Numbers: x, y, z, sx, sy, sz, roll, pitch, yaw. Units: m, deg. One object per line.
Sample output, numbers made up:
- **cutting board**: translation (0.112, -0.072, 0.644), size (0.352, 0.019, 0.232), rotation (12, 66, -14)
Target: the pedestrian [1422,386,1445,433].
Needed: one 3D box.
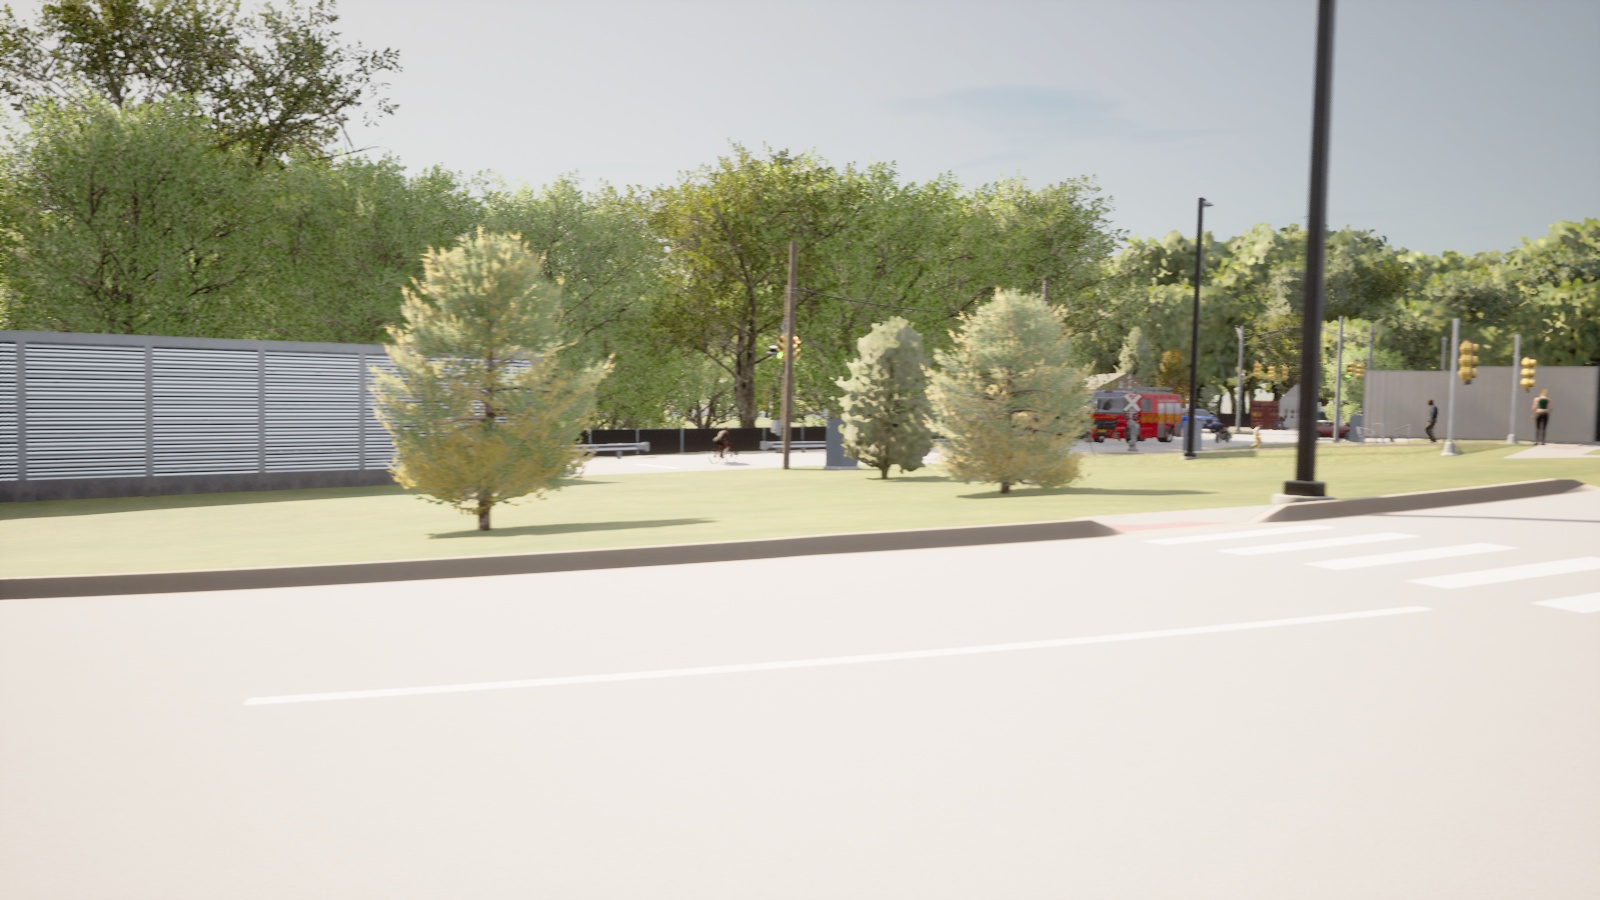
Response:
- **pedestrian**: translation (25.073, -1.609, 49.712), size (0.726, 1.835, 0.370), rotation (2, 2, 29)

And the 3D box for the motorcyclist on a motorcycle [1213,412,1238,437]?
- **motorcyclist on a motorcycle**: translation (29.838, -1.811, 88.067), size (0.766, 1.649, 2.350), rotation (3, 4, 43)

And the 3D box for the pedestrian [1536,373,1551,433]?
- **pedestrian**: translation (23.226, -1.464, 39.218), size (0.345, 1.836, 0.594), rotation (2, 2, 30)

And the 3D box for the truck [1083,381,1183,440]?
- **truck**: translation (22.785, -2.782, 85.664), size (2.891, 3.827, 8.468), rotation (2, 4, 44)
